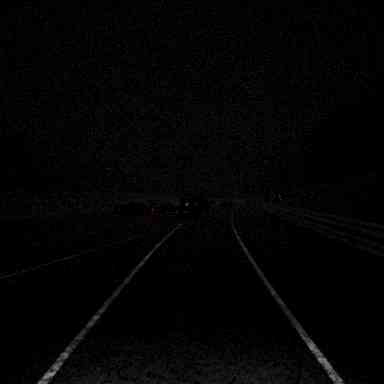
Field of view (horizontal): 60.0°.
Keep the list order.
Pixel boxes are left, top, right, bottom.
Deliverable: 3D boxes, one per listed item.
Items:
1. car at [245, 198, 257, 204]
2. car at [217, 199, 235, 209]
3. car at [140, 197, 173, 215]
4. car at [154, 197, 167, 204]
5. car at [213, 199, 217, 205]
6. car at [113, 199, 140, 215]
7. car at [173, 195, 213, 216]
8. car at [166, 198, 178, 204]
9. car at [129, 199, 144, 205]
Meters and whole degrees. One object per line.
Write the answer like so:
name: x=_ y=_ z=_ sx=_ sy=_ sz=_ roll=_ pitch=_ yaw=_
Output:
car: x=16.203 y=2.640 z=92.188 sx=1.812 sy=1.442 sz=4.674 roll=0 pitch=-1 yaw=15
car: x=5.790 y=1.958 z=54.056 sx=1.837 sy=1.490 sz=4.892 roll=0 pitch=-1 yaw=15
car: x=-3.190 y=1.579 z=34.519 sx=2.128 sy=1.511 sz=4.902 roll=-1 pitch=-1 yaw=15
car: x=-8.804 y=2.375 z=93.618 sx=2.097 sy=1.767 sz=4.553 roll=0 pitch=-1 yaw=15
car: x=6.363 y=2.302 z=69.444 sx=1.895 sy=1.301 sz=4.718 roll=0 pitch=-1 yaw=15
car: x=-6.560 y=1.604 z=35.441 sx=1.882 sy=1.535 sz=5.008 roll=-1 pitch=-1 yaw=15
car: x=0.209 y=1.310 z=33.601 sx=2.150 sy=2.045 sz=5.566 roll=0 pitch=-1 yaw=15
car: x=-5.436 y=2.521 z=92.664 sx=1.837 sy=1.490 sz=4.892 roll=0 pitch=-1 yaw=15
car: x=-12.984 y=2.308 z=78.313 sx=1.994 sy=1.385 sz=4.181 roll=0 pitch=-1 yaw=15
